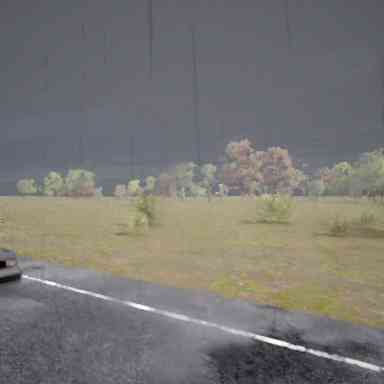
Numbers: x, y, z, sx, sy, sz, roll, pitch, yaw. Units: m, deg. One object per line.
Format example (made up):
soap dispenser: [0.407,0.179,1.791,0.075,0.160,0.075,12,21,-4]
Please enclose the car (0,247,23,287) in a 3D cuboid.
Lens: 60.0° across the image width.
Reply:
car: [-6.325,1.605,8.166,5.357,1.411,2.033,0,0,35]
